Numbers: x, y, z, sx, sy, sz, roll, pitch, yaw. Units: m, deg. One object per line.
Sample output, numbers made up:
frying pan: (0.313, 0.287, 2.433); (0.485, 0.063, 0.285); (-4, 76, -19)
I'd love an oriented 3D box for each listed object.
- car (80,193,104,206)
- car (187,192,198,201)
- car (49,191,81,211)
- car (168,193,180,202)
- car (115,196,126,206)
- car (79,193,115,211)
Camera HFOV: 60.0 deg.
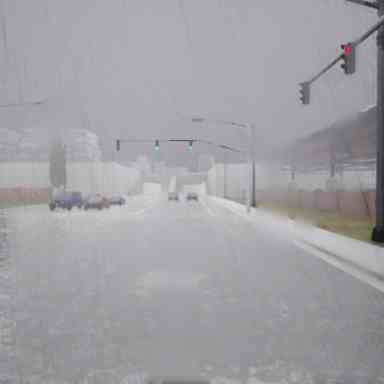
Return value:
car: (-13.990, 0.994, 46.815); (2.097, 1.767, 4.553); (0, 1, 0)
car: (0.052, 0.843, 62.512); (2.097, 1.767, 4.553); (0, 1, 0)
car: (-13.992, 0.948, 37.363); (2.150, 2.045, 5.566); (0, 0, 1)
car: (-3.448, 0.985, 62.546); (2.128, 1.511, 4.902); (0, 1, 0)
car: (-10.504, 1.209, 46.137); (1.994, 1.385, 4.181); (0, 1, 0)
car: (-10.501, 1.203, 37.143); (1.882, 1.535, 5.008); (0, 1, 1)
